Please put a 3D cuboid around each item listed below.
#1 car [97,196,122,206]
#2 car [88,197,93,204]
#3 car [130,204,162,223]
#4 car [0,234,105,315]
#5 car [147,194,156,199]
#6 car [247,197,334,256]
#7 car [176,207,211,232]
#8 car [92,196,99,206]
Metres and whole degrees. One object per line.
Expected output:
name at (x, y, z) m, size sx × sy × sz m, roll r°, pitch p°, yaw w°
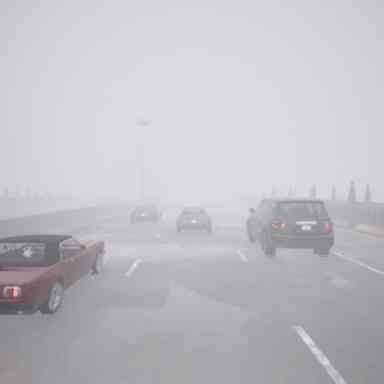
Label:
car at (-10.567, 1.531, 44.177) m, size 2.033 × 1.411 × 5.357 m, roll 0°, pitch 0°, yaw 0°
car at (-17.490, 1.503, 61.155) m, size 1.812 × 1.442 × 4.674 m, roll 0°, pitch 0°, yaw 1°
car at (-3.387, 1.555, 25.175) m, size 1.994 × 1.385 × 4.181 m, roll 0°, pitch 0°, yaw 0°
car at (-3.396, 1.598, 7.475) m, size 1.895 × 1.301 × 4.718 m, roll 0°, pitch 0°, yaw 0°
car at (-10.205, 1.399, 84.682) m, size 1.837 × 1.490 × 4.892 m, roll 0°, pitch 0°, yaw 1°
car at (3.607, 1.217, 13.164) m, size 2.150 × 2.045 × 5.566 m, roll 0°, pitch 0°, yaw 0°
car at (0.110, 1.557, 19.863) m, size 1.994 × 1.385 × 4.181 m, roll 0°, pitch 0°, yaw 0°
car at (-14.033, 1.581, 53.640) m, size 1.895 × 1.301 × 4.718 m, roll 0°, pitch 0°, yaw 1°
